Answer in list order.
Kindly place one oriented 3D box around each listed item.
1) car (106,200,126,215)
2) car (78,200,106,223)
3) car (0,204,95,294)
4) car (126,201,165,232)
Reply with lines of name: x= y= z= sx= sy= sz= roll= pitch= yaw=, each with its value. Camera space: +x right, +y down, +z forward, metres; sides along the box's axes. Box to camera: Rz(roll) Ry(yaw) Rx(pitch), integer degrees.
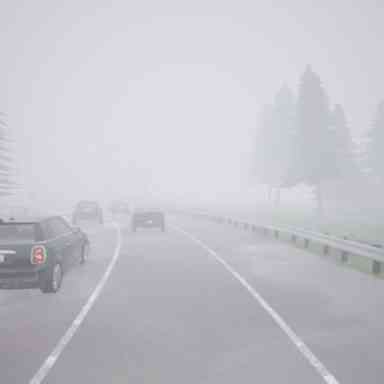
car: x=-7.582 y=1.544 z=34.036 sx=2.163 sy=1.488 sz=4.792 roll=0 pitch=0 yaw=-23
car: x=-8.012 y=1.392 z=25.519 sx=2.097 sy=1.767 sz=4.553 roll=0 pitch=0 yaw=-18
car: x=-4.194 y=1.374 z=8.890 sx=2.097 sy=1.767 sz=4.553 roll=0 pitch=0 yaw=-6
car: x=-2.855 y=1.494 z=20.508 sx=1.882 sy=1.535 sz=5.008 roll=0 pitch=-1 yaw=-13
